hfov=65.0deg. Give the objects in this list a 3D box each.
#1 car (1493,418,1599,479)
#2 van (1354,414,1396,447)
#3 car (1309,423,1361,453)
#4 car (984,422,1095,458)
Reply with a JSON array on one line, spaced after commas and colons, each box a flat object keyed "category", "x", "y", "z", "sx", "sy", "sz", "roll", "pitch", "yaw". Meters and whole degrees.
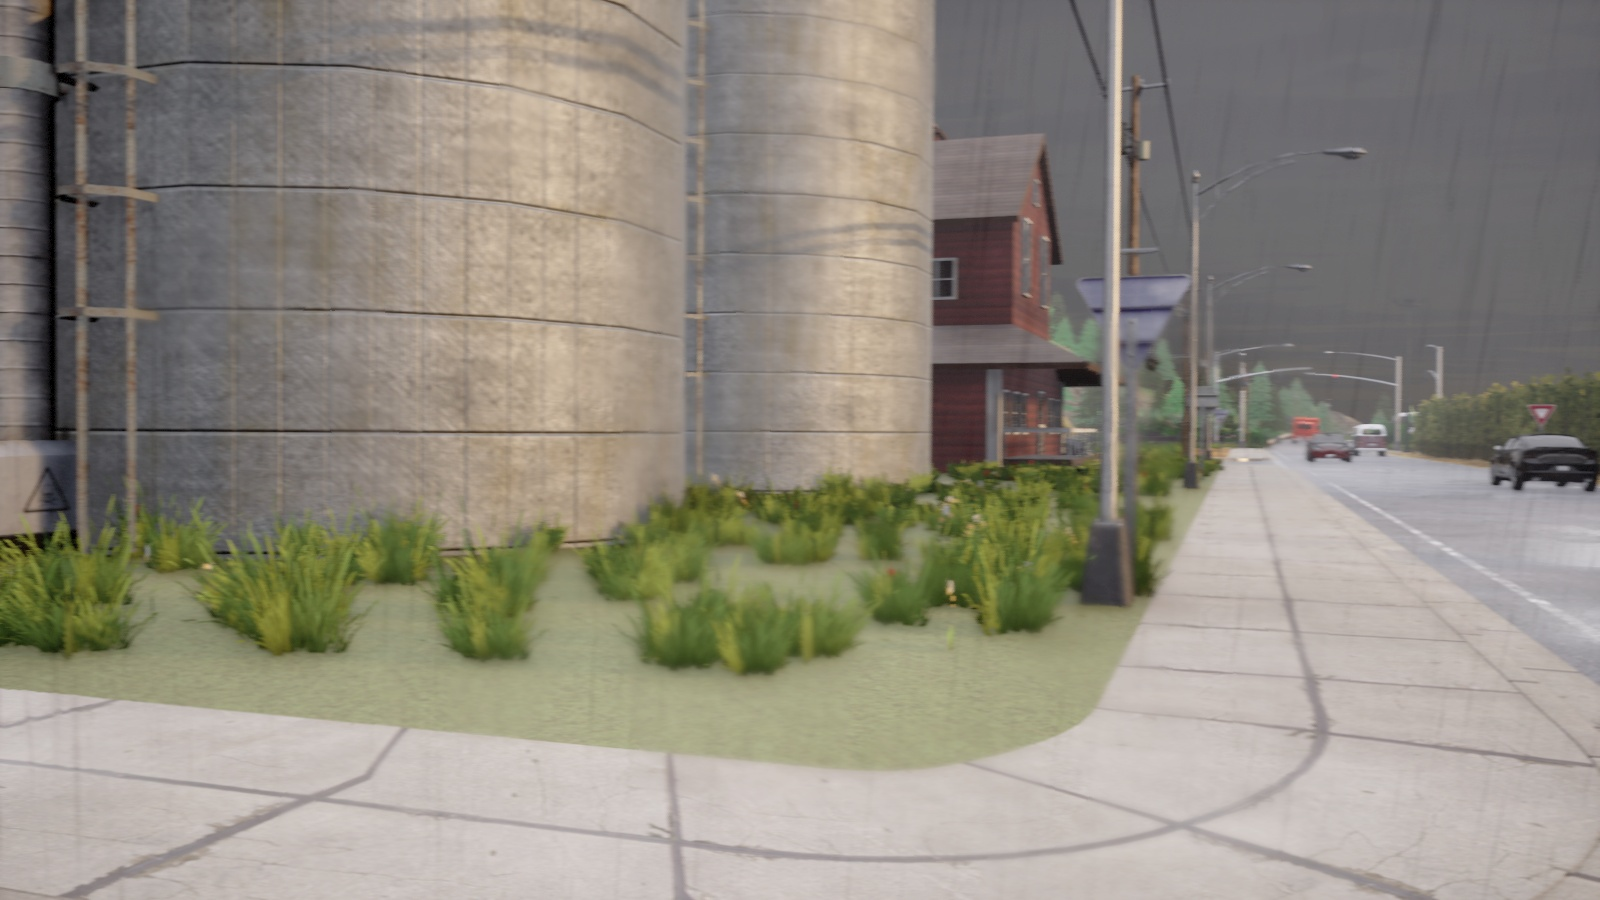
[{"category": "car", "x": 20.392, "y": -0.080, "z": 34.190, "sx": 1.882, "sy": 1.535, "sz": 5.008, "roll": 0, "pitch": 1, "yaw": 20}, {"category": "van", "x": 36.700, "y": -1.273, "z": 80.208, "sx": 2.069, "sy": 2.038, "sz": 4.480, "roll": 0, "pitch": 1, "yaw": 20}, {"category": "car", "x": 27.373, "y": -0.633, "z": 64.362, "sx": 2.163, "sy": 1.488, "sz": 4.792, "roll": 0, "pitch": 1, "yaw": 20}, {"category": "car", "x": 11.210, "y": -0.461, "z": 58.697, "sx": 4.856, "sy": 1.649, "sz": 2.033, "roll": 0, "pitch": 1, "yaw": 19}]
